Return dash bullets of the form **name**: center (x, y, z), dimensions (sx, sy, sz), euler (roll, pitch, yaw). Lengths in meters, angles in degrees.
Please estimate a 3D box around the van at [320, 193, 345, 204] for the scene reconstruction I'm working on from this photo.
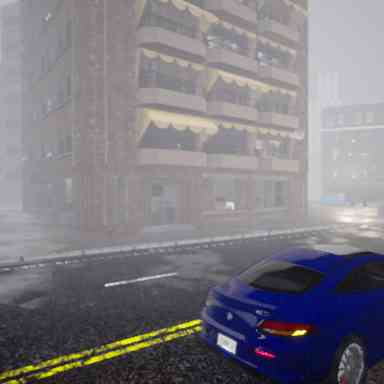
- **van**: center (24.426, 1.162, 57.766), dimensions (3.998, 1.788, 1.690), euler (1, -1, 21)

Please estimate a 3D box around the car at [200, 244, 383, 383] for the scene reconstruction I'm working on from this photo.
- **car**: center (2.253, 1.549, 5.102), dimensions (4.674, 1.442, 1.812), euler (0, 0, -36)
